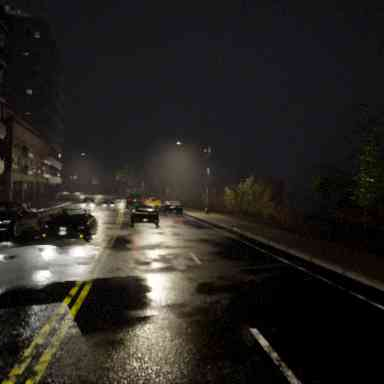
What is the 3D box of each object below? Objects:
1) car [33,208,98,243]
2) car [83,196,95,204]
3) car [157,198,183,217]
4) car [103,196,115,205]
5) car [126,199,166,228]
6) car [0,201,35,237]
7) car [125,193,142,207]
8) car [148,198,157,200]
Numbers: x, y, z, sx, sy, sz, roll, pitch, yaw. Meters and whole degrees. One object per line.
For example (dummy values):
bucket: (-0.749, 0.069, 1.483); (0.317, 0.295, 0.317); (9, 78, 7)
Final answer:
car: (-5.488, 1.445, 15.298); (1.994, 1.385, 4.181); (3, 0, -9)
car: (-17.356, 1.269, 56.185); (1.895, 1.301, 4.718); (3, 0, -14)
car: (-2.131, 1.664, 33.934); (2.128, 1.511, 4.902); (3, -1, -11)
car: (-13.910, 1.364, 55.830); (2.033, 1.411, 5.357); (3, 0, -14)
car: (-3.313, 1.531, 22.983); (2.128, 1.511, 4.902); (3, 0, -10)
car: (-8.919, 1.229, 16.163); (2.128, 1.511, 4.902); (3, 0, -10)
car: (-8.078, 1.227, 46.233); (2.150, 2.045, 5.566); (3, 0, -13)
car: (-5.853, 1.611, 50.466); (1.882, 1.535, 5.008); (3, 0, -13)
